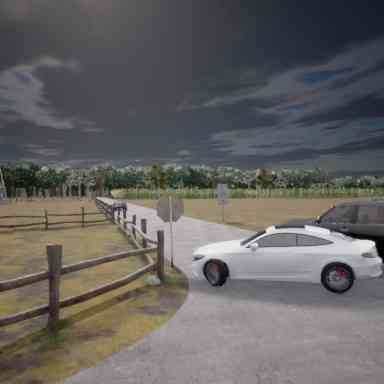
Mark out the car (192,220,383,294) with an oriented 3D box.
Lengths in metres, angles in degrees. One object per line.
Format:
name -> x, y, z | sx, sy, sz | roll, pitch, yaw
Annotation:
car -> 2.300, 1.612, 8.710 | 4.674, 1.442, 1.812 | -2, 0, 17

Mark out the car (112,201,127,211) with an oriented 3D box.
car -> -10.795, 1.979, 49.473 | 2.033, 1.411, 5.357 | -2, 0, -18

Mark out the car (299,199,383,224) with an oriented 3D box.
car -> 5.103, 1.225, 9.799 | 2.150, 2.045, 5.566 | -2, 0, -39
